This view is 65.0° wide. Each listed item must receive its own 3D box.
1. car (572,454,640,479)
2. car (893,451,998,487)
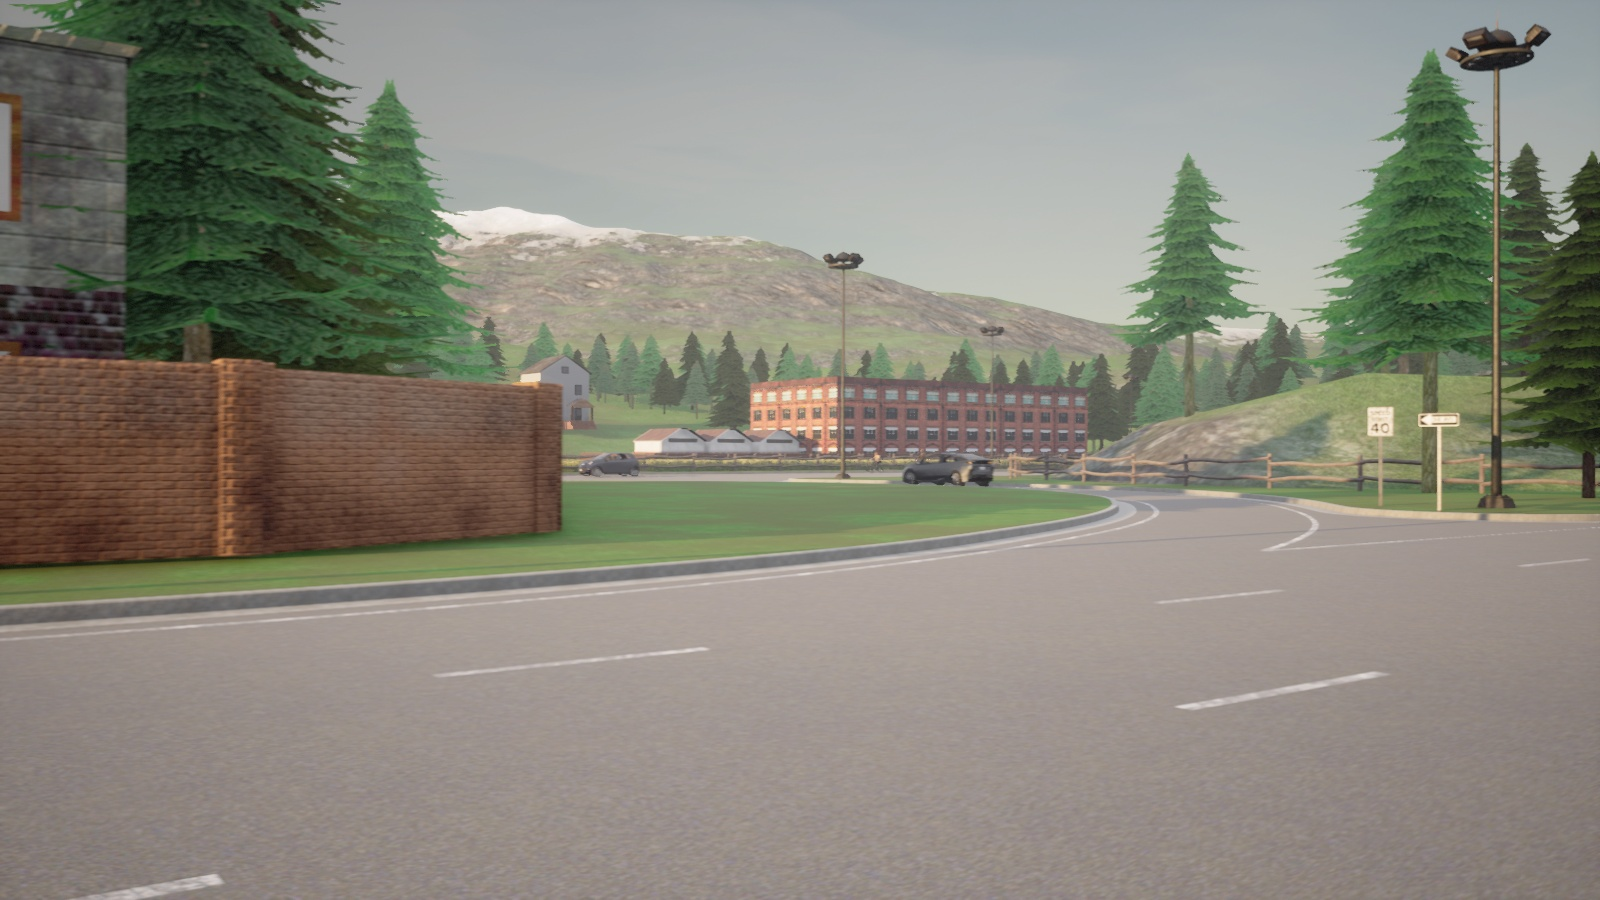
[{"bbox_3d":[-11.743,0.970,76.065,3.633,1.501,1.845,0,0,-35],"label":"car"},{"bbox_3d":[6.431,0.815,55.898,2.007,1.525,4.514,0,0,-38],"label":"car"}]
